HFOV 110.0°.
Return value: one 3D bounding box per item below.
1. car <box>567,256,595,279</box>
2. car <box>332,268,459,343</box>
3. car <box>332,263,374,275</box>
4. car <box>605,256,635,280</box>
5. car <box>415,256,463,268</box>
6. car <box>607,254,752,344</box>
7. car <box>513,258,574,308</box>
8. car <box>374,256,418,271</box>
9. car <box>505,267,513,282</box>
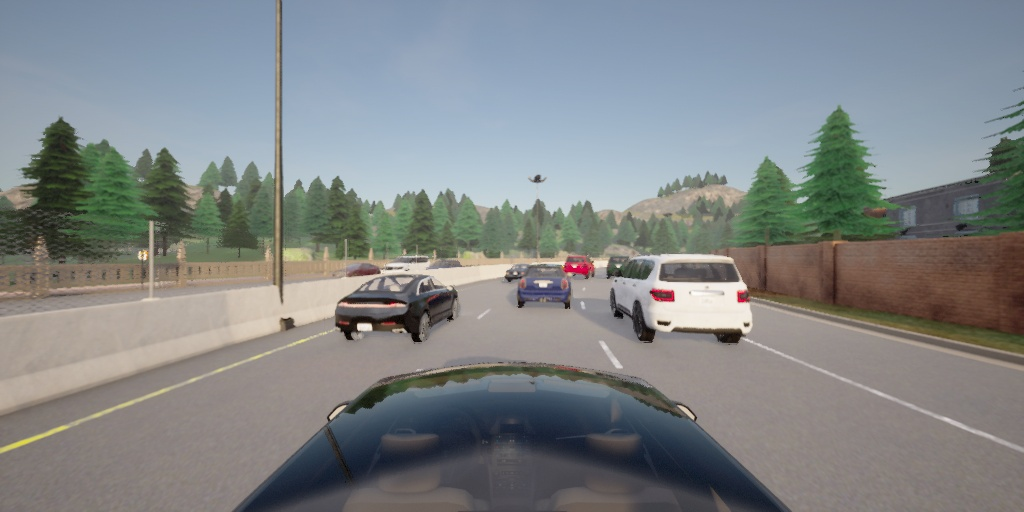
[{"bbox_3d":[6.273,1.013,33.044,2.150,2.045,5.566,0,0,21],"label":"car"},{"bbox_3d":[-2.799,1.248,9.775,2.128,1.511,4.902,0,0,5],"label":"car"},{"bbox_3d":[-13.115,1.294,30.613,1.812,1.442,4.674,0,0,16],"label":"car"},{"bbox_3d":[10.181,1.017,33.413,2.150,2.045,5.566,0,0,22],"label":"car"},{"bbox_3d":[-5.841,1.128,30.516,2.097,1.767,4.553,0,0,18],"label":"car"},{"bbox_3d":[4.189,0.985,9.858,2.150,2.045,5.566,0,0,6],"label":"car"},{"bbox_3d":[1.536,1.119,15.607,2.097,1.767,4.553,0,0,10],"label":"car"},{"bbox_3d":[-9.196,0.995,31.658,2.150,2.045,5.566,0,0,18],"label":"car"},{"bbox_3d":[0.998,1.328,28.567,2.033,1.411,5.357,0,0,18],"label":"car"}]
